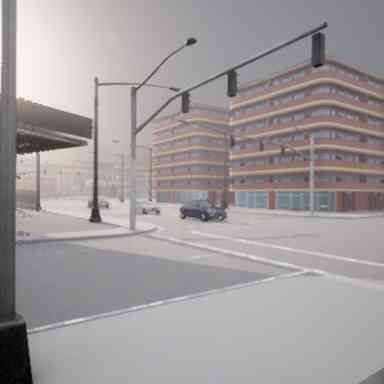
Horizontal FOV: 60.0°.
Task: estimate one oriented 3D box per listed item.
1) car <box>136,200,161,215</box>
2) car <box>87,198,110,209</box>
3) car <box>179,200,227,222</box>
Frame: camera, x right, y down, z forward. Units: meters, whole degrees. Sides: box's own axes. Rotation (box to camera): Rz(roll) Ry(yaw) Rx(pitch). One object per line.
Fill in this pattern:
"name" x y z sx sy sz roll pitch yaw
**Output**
"car" -5.165 1.643 36.218 1.812 1.442 4.674 0 0 -36
"car" -13.312 1.607 47.232 2.128 1.511 4.902 1 0 -36
"car" 0.902 1.471 28.055 2.097 1.767 4.553 1 0 -37
